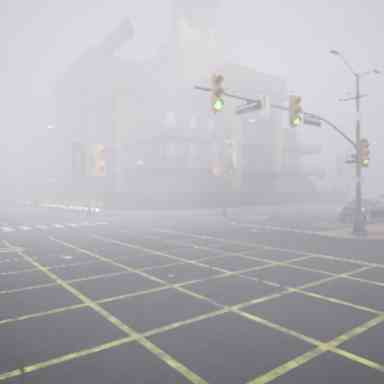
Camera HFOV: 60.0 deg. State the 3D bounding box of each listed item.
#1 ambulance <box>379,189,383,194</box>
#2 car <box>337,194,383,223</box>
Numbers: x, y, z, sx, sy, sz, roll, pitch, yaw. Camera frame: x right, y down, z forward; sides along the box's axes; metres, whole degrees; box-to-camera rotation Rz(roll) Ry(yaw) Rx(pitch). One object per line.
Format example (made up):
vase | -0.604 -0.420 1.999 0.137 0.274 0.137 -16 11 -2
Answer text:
ambulance | 21.928 0.877 36.104 6.366 2.431 2.351 -1 0 -37
car | 12.886 1.265 25.015 4.553 1.767 2.097 0 0 -37
